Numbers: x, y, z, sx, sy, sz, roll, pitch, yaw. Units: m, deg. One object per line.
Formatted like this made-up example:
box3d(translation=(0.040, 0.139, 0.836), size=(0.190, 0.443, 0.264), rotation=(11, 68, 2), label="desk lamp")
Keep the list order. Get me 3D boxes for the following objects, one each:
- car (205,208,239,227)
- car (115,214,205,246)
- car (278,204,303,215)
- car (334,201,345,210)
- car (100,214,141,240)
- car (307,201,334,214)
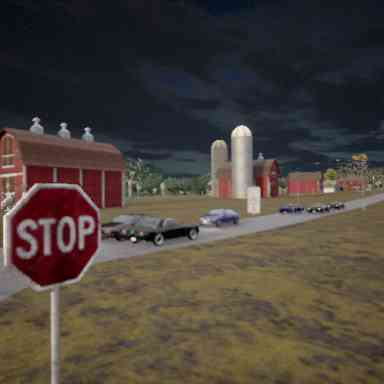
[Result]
box3d(translation=(2.393, 2.132, 28.269), size=(1.812, 1.442, 4.674), rotation=(-1, -1, 35), label="car")
box3d(translation=(-1.534, 2.028, 17.810), size=(1.895, 1.301, 4.718), rotation=(-1, -2, 35), label="car")
box3d(translation=(12.689, 2.184, 42.719), size=(1.895, 1.301, 4.718), rotation=(-1, 0, 36), label="car")
box3d(translation=(22.198, 2.093, 51.270), size=(1.895, 1.301, 4.718), rotation=(-1, 0, 35), label="car")
box3d(translation=(-3.552, 2.030, 19.891), size=(2.033, 1.411, 5.357), rotation=(-1, -2, 35), label="car")
box3d(translation=(16.497, 2.129, 43.134), size=(1.895, 1.301, 4.718), rotation=(-1, 0, 36), label="car")
